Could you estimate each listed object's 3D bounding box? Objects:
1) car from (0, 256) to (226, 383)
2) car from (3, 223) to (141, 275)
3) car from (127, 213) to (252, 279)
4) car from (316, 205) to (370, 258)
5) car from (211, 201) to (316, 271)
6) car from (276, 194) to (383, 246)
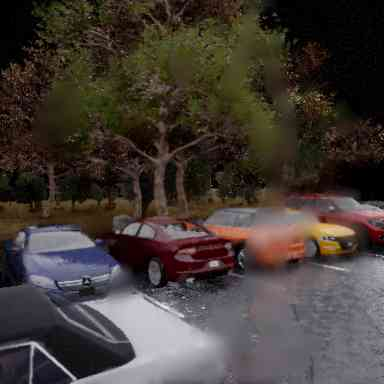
[{"bbox_3d":[-2.092,1.604,2.500,4.718,1.301,1.895,-1,0,-36],"label":"car"},{"bbox_3d":[-3.209,1.505,7.775,2.002,1.452,4.674,-1,0,-36],"label":"car"},{"bbox_3d":[-0.938,1.442,9.385,2.097,1.535,5.008,-1,0,-36],"label":"car"},{"bbox_3d":[3.590,1.393,12.628,2.097,1.535,5.008,-1,0,-35],"label":"car"},{"bbox_3d":[1.343,1.292,10.980,2.185,1.767,4.553,-1,0,-35],"label":"car"},{"bbox_3d":[5.876,1.118,14.219,2.435,2.045,5.566,-1,0,-36],"label":"car"}]
